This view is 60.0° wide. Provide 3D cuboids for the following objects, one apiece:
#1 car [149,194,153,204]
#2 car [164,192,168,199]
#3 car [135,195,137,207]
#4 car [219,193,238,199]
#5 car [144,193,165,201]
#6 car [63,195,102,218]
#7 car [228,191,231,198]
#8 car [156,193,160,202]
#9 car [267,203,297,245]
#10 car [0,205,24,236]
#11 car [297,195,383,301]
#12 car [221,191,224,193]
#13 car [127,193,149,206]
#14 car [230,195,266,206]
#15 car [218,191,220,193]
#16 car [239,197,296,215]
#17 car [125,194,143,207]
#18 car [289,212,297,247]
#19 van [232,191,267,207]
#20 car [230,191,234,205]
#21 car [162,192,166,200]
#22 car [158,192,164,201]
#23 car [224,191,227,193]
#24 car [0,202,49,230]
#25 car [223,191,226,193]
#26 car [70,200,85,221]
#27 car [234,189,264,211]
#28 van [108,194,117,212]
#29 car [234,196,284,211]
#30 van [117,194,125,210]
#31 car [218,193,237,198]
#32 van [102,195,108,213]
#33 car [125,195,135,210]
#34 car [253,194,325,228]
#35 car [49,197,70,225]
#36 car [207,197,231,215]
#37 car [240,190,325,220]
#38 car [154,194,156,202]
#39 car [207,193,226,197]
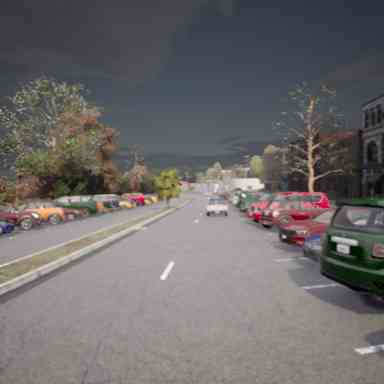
[{"bbox_3d":[-9.532,1.458,53.909,5.366,1.575,1.946,-2,0,-16],"label":"car"},{"bbox_3d":[-8.766,1.354,74.583,5.008,1.535,2.097,-2,1,-18],"label":"car"},{"bbox_3d":[-10.307,1.550,44.936,4.792,1.488,2.163,-2,1,-16],"label":"car"},{"bbox_3d":[9.678,0.954,88.159,4.674,1.452,2.002,0,1,-20],"label":"car"},{"bbox_3d":[-8.741,1.216,77.538,4.553,1.767,2.185,-2,0,-19],"label":"car"},{"bbox_3d":[-11.292,1.357,30.086,5.566,2.045,2.435,-2,0,-16],"label":"car"},{"bbox_3d":[7.644,0.947,39.950,5.566,2.045,2.435,0,0,-16],"label":"car"},{"bbox_3d":[-9.208,1.417,62.741,5.008,1.535,2.097,-2,0,-17],"label":"car"},{"bbox_3d":[5.794,1.364,12.937,5.008,1.535,2.097,0,1,-16],"label":"car"},{"bbox_3d":[-12.051,1.709,17.816,4.792,1.488,2.163,-2,0,-16],"label":"car"},{"bbox_3d":[5.387,1.138,6.923,5.566,2.045,2.435,0,0,-16],"label":"car"},{"bbox_3d":[9.339,1.014,70.040,5.008,1.535,2.097,0,0,-18],"label":"car"},{"bbox_3d":[-9.927,1.234,50.874,5.566,2.045,2.435,-2,1,-16],"label":"car"},{"bbox_3d":[8.244,1.172,48.957,4.792,1.488,2.163,0,0,-16],"label":"car"},{"bbox_3d":[9.565,0.711,79.081,5.566,2.045,2.435,0,1,-19],"label":"car"},{"bbox_3d":[6.993,1.282,30.934,4.792,1.488,2.163,0,1,-16],"label":"car"},{"bbox_3d":[-10.058,1.530,47.929,4.792,1.488,2.163,-2,0,-16],"label":"car"},{"bbox_3d":[5.577,1.419,9.920,4.674,1.452,2.002,0,1,-16],"label":"car"},{"bbox_3d":[7.908,0.936,45.901,4.442,1.987,1.878,0,1,-16],"label":"van"},{"bbox_3d":[7.244,0.983,33.955,5.566,2.045,2.435,0,0,-16],"label":"car"},{"bbox_3d":[-8.828,1.398,71.638,4.792,1.488,2.163,-2,0,-18],"label":"car"},{"bbox_3d":[-8.991,1.416,68.648,4.792,1.488,2.163,-2,1,-18],"label":"car"},{"bbox_3d":[8.926,1.070,60.982,4.892,1.521,2.231,0,0,-17],"label":"car"},{"bbox_3d":[-11.884,1.536,21.181,4.553,1.767,2.185,-2,0,-16],"label":"car"},{"bbox_3d":[9.064,0.925,63.998,4.553,1.767,2.185,0,0,-18],"label":"car"},{"bbox_3d":[-11.455,1.665,27.129,4.674,1.452,2.002,-2,0,-16],"label":"car"},{"bbox_3d":[6.794,1.020,27.931,5.566,2.045,2.435,0,1,-16],"label":"car"},{"bbox_3d":[-10.762,1.342,36.072,4.442,1.987,1.878,-2,0,-16],"label":"van"},{"bbox_3d":[7.423,1.216,36.941,5.008,1.535,2.097,0,1,-16],"label":"car"},{"bbox_3d":[-10.568,1.325,39.044,4.442,1.987,1.878,-2,0,-16],"label":"van"},{"bbox_3d":[9.664,0.938,91.183,4.674,1.452,2.002,0,0,-21],"label":"car"},{"bbox_3d":[-10.956,1.360,33.101,4.442,1.987,1.878,-2,0,-16],"label":"van"},{"bbox_3d":[-10.297,1.528,42.032,5.366,1.575,1.946,-2,0,-16],"label":"car"},{"bbox_3d":[6.178,1.201,18.942,4.553,1.767,2.185,0,0,-16],"label":"car"},{"bbox_3d":[-11.624,1.516,24.161,4.553,1.767,2.185,-2,0,-16],"label":"car"},{"bbox_3d":[2.366,1.452,31.386,1.895,1.301,4.718,-1,0,4],"label":"car"},{"bbox_3d":[6.391,1.057,21.930,5.566,2.045,2.435,0,1,-16],"label":"car"},{"bbox_3d":[-9.342,1.307,59.787,4.553,1.767,2.185,-2,1,-17],"label":"car"},{"bbox_3d":[3.300,1.243,45.561,1.882,1.535,5.008,-1,0,4],"label":"car"}]
